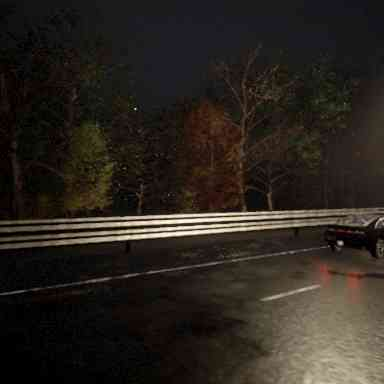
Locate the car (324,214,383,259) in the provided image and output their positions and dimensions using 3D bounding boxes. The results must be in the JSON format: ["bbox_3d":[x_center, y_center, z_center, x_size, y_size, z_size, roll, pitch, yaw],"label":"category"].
[{"bbox_3d":[7.322,1.640,13.308,4.902,1.511,2.128,1,0,-35],"label":"car"}]
